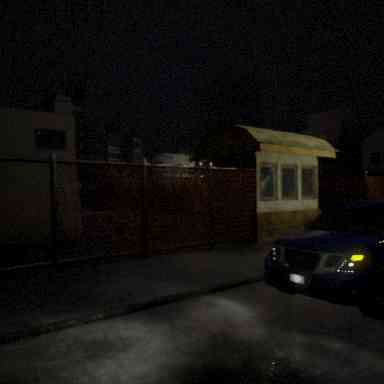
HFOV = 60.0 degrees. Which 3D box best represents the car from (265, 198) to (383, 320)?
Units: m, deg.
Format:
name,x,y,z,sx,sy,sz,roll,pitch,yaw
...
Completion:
name,x,y,z,sx,sy,sz,roll,pitch,yaw
car,4.136,1.192,7.653,5.566,2.045,2.150,-1,0,-36
